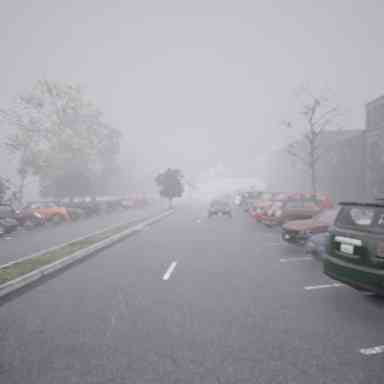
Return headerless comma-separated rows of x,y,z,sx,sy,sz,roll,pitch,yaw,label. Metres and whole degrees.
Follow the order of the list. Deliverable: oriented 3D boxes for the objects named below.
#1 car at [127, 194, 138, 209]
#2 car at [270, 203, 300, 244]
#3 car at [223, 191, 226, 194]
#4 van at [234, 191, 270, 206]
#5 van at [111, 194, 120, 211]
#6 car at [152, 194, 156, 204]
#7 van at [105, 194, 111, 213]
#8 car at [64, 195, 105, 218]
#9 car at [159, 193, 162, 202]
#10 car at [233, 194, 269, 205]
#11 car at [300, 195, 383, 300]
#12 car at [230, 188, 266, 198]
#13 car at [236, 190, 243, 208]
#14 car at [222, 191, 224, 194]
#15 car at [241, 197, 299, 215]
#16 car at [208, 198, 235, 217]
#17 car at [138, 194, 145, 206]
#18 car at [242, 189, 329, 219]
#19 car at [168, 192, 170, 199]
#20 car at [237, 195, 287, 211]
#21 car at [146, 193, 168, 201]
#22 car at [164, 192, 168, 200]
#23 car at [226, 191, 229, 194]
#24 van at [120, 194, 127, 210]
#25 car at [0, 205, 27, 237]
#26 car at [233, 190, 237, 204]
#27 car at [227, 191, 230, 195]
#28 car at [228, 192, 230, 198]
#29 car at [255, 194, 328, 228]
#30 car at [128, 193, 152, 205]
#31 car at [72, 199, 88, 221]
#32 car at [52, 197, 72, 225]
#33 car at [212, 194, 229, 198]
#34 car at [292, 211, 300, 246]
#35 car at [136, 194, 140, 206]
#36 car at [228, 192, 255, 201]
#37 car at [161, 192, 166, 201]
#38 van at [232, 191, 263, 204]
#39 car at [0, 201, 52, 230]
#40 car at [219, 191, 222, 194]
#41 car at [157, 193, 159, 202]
-9.984,1.498,42.090,5.366,1.575,1.946,-2,0,-16,car
5.897,1.349,12.880,5.008,1.535,2.097,0,1,-16,car
9.852,0.949,69.956,5.008,1.535,2.097,0,0,-18,car
8.248,0.893,45.828,4.442,1.987,1.878,0,1,-16,van
-10.492,1.317,36.133,4.442,1.987,1.878,-2,0,-16,van
-9.134,1.417,53.962,5.366,1.575,1.946,-2,0,-16,car
-10.707,1.338,33.164,4.442,1.987,1.878,-2,0,-16,van
-11.065,1.337,30.151,5.566,2.045,2.435,-2,1,-16,car
-8.746,1.368,62.791,5.008,1.535,2.097,-2,1,-17,car
8.606,1.126,48.881,4.792,1.488,2.163,0,0,-16,car
5.447,1.129,6.870,5.566,2.045,2.435,0,0,-16,car
7.941,0.908,39.879,5.566,2.045,2.435,0,0,-16,car
7.005,0.992,27.866,5.566,2.045,2.435,0,1,-16,car
10.091,0.909,75.989,5.008,1.535,2.097,0,1,-18,car
7.226,1.252,30.868,4.792,1.488,2.163,0,1,-16,car
2.384,1.444,28.559,1.895,1.301,4.718,-1,0,5,car
-9.703,1.495,47.986,4.792,1.488,2.163,-2,0,-16,car
6.558,1.035,21.869,5.566,2.045,2.435,0,1,-16,car
-8.219,1.295,74.629,5.008,1.535,2.097,-2,1,-18,car
7.699,1.181,36.872,5.008,1.535,2.097,0,1,-16,car
-8.173,1.154,77.584,4.553,1.767,2.185,-2,0,-18,car
-8.303,1.342,71.685,4.792,1.488,2.163,-2,0,-18,car
9.374,1.013,60.901,4.892,1.521,2.231,0,0,-17,car
-10.276,1.297,39.104,4.442,1.987,1.878,-2,0,-16,van
-11.912,1.700,17.888,4.792,1.488,2.163,-2,0,-16,car
7.499,0.950,33.887,5.566,2.045,2.435,0,0,-16,car
9.209,1.033,57.887,5.008,1.535,2.097,0,1,-17,car
9.178,1.050,54.939,5.366,1.575,1.946,0,0,-16,car
6.325,1.182,18.883,4.553,1.767,2.185,0,0,-16,car
-9.551,1.196,50.929,5.566,2.045,2.435,-2,1,-16,car
-11.249,1.648,27.196,4.674,1.452,2.002,-2,0,-16,car
-11.439,1.501,24.229,4.553,1.767,2.185,-2,1,-16,car
3.592,1.330,44.870,1.895,1.301,4.718,-1,0,5,car
5.659,1.407,9.865,4.674,1.452,2.002,0,1,-16,car
-9.973,1.517,44.994,4.792,1.488,2.163,-2,1,-16,car
9.534,0.866,63.916,4.553,1.767,2.185,0,0,-17,car
-8.486,1.362,68.696,4.792,1.488,2.163,-2,1,-17,car
8.680,0.851,51.838,4.442,1.987,1.878,0,1,-16,van
-11.721,1.524,21.251,4.553,1.767,2.185,-2,0,-16,car
10.144,0.639,78.995,5.566,2.045,2.435,0,1,-19,car
-8.902,1.261,59.838,4.553,1.767,2.185,-2,1,-16,car
